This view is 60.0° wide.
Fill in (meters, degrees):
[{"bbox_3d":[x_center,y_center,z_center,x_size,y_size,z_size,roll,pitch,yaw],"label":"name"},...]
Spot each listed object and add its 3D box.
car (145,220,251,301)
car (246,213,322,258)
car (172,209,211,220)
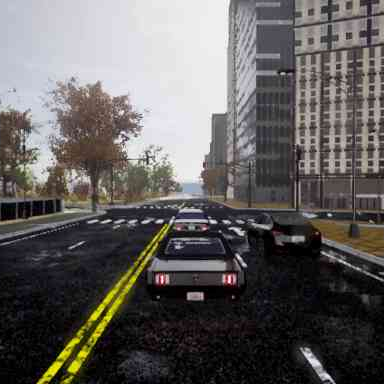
[{"bbox_3d":[0.067,1.608,8.257,1.895,1.301,4.718,0,0,0],"label":"car"},{"bbox_3d":[3.333,1.515,12.779,2.163,1.488,4.792,0,0,0],"label":"car"},{"bbox_3d":[-0.023,1.564,16.498,2.033,1.411,5.357,0,0,0],"label":"car"}]
